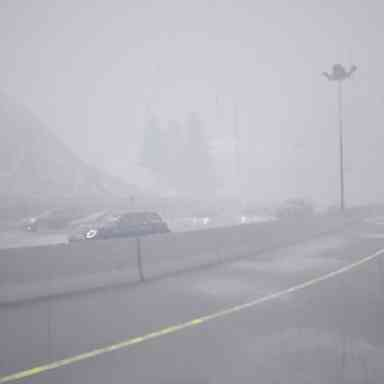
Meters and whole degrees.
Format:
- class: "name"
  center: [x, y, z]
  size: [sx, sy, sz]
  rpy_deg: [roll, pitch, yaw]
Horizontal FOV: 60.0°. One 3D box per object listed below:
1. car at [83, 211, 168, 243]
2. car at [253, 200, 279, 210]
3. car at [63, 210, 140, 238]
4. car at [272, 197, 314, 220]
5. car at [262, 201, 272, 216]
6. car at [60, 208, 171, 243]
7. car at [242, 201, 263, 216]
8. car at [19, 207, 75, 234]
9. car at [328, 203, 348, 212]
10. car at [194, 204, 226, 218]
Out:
- class: "car"
  center: [-3.755, 1.932, 19.401]
  size: [1.812, 1.442, 4.674]
  rpy_deg: [-2, -1, 43]
- class: "car"
  center: [11.712, 1.988, 52.308]
  size: [2.033, 1.411, 5.357]
  rpy_deg: [-2, -1, 35]
- class: "car"
  center: [-5.891, 2.014, 22.170]
  size: [1.812, 1.442, 4.674]
  rpy_deg: [-1, -1, 43]
- class: "car"
  center: [9.941, 1.620, 31.608]
  size: [2.150, 2.045, 5.566]
  rpy_deg: [-2, -1, 35]
- class: "car"
  center: [10.367, 2.001, 38.285]
  size: [2.128, 1.511, 4.902]
  rpy_deg: [-2, -1, 35]
- class: "car"
  center: [-3.192, 1.675, 15.141]
  size: [4.553, 1.767, 2.097]
  rpy_deg: [0, -1, -44]
- class: "car"
  center: [7.970, 1.944, 40.962]
  size: [2.097, 1.767, 4.553]
  rpy_deg: [-2, -1, 35]
- class: "car"
  center: [-9.605, 1.923, 23.452]
  size: [2.097, 1.767, 4.553]
  rpy_deg: [-2, -2, 45]
- class: "car"
  center: [20.306, 2.141, 46.265]
  size: [1.895, 1.301, 4.718]
  rpy_deg: [-2, -1, 35]
- class: "car"
  center: [2.164, 2.153, 38.789]
  size: [1.837, 1.490, 4.892]
  rpy_deg: [-2, -1, 35]
